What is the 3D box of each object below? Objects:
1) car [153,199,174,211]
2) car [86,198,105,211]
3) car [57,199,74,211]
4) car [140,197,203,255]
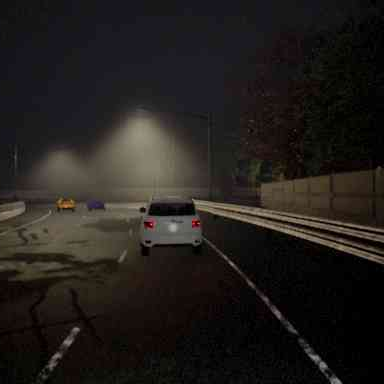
[{"bbox_3d":[-3.524,1.570,41.930,1.994,1.385,4.181,0,0,5],"label":"car"},{"bbox_3d":[-12.245,1.537,42.113,1.882,1.535,5.008,0,0,-22],"label":"car"},{"bbox_3d":[-15.780,1.558,41.515,1.882,1.535,5.008,0,0,-23],"label":"car"},{"bbox_3d":[-0.931,1.222,13.534,2.150,2.045,5.566,0,0,-7],"label":"car"}]
